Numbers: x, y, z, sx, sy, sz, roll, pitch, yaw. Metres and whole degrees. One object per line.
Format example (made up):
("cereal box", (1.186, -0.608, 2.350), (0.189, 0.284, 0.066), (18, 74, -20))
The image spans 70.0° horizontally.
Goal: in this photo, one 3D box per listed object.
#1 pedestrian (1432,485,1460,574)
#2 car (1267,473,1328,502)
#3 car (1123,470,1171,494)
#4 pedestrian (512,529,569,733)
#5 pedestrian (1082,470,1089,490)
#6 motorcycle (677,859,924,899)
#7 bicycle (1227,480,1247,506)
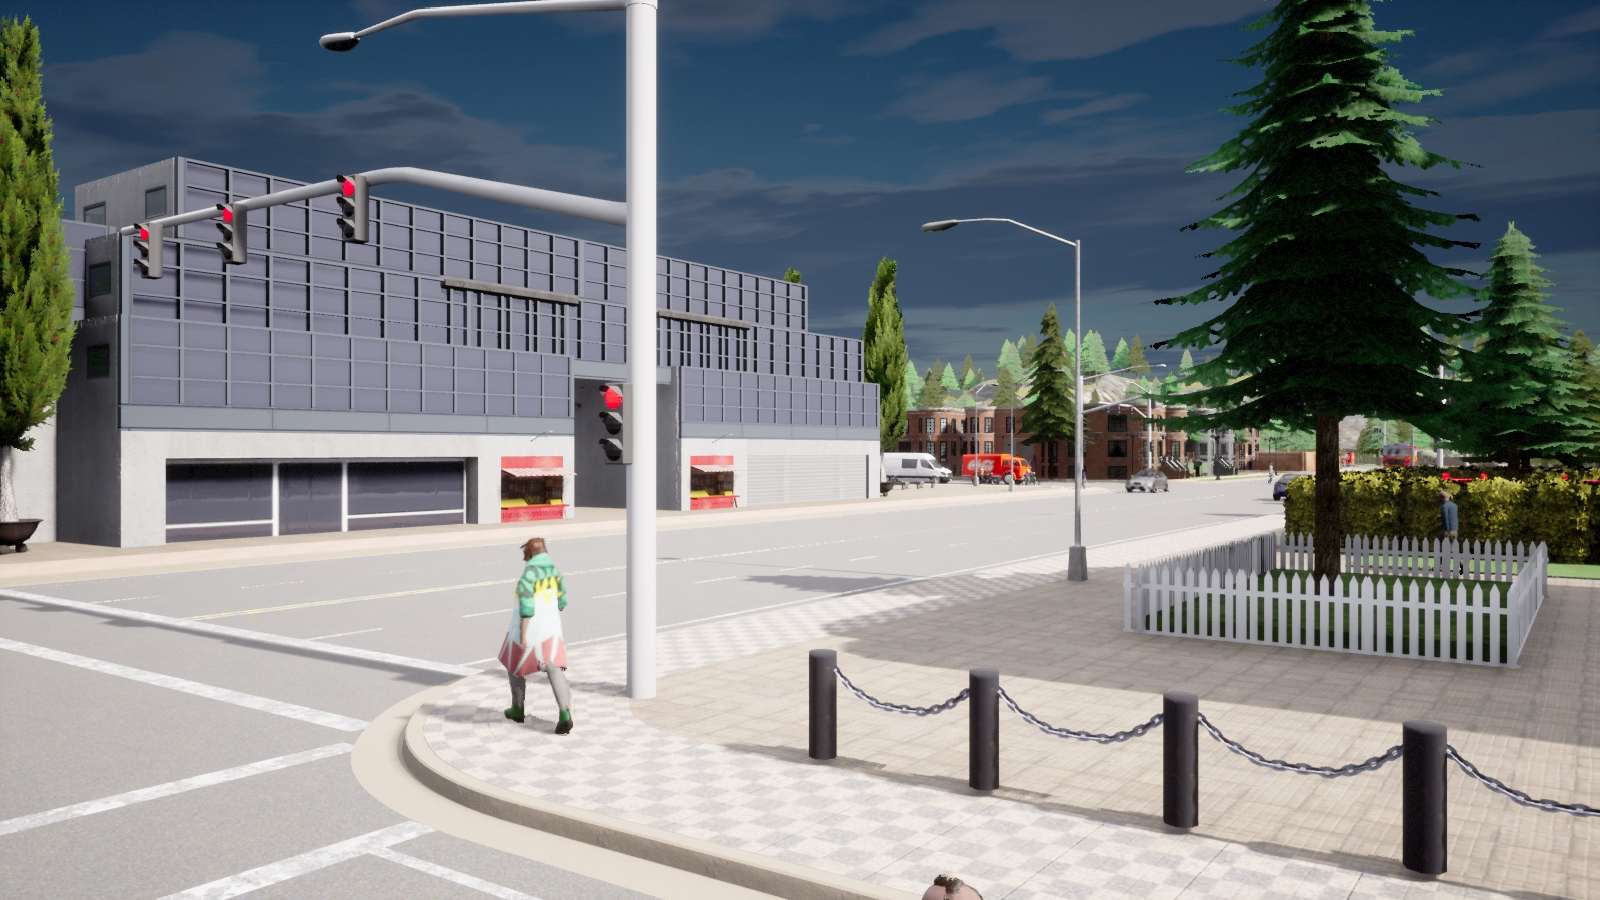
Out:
("pedestrian", (13.773, 1.690, 24.368), (0.375, 1.860, 0.375), (0, 0, -20))
("car", (27.765, 2.063, 63.661), (2.163, 1.488, 4.792), (0, 0, 35))
("car", (22.709, 2.065, 74.663), (1.816, 1.474, 4.193), (0, 0, 35))
("pedestrian", (-2.465, 1.697, 10.866), (0.375, 1.860, 0.375), (0, 0, 41))
("pedestrian", (18.982, 1.976, 75.982), (0.375, 1.300, 0.375), (0, 0, 8))
("motorcycle", (0.509, 2.205, 3.428), (2.209, 1.251, 0.867), (0, 0, 35))
("bicycle", (21.984, 2.158, 57.491), (0.859, 1.276, 1.487), (0, 0, 23))
